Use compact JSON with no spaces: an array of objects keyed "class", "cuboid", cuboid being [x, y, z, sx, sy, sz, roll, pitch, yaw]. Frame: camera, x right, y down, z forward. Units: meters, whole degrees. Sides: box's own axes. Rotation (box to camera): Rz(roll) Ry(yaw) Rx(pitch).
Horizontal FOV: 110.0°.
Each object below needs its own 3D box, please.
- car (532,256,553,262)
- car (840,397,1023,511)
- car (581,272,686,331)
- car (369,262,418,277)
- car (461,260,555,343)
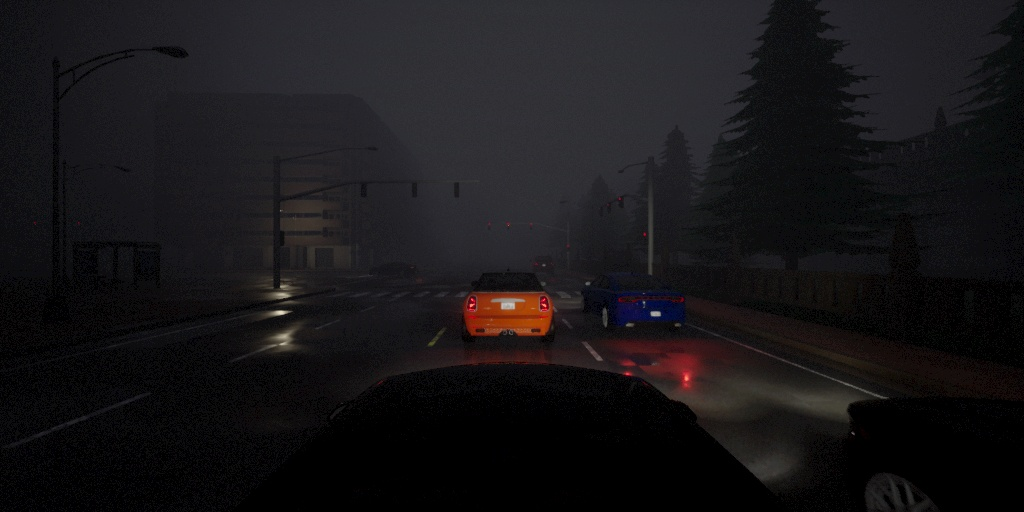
[{"class":"car","cuboid":[3.062,0.970,37.324,2.150,2.045,5.566,0,0,0]},{"class":"car","cuboid":[3.246,1.228,0.529,1.882,1.535,5.008,0,0,3]},{"class":"car","cuboid":[3.416,1.227,11.023,1.882,1.535,5.008,0,0,0]},{"class":"car","cuboid":[-11.800,1.300,35.702,4.892,1.490,1.837,0,-1,11]},{"class":"car","cuboid":[-0.083,1.102,9.878,2.097,1.767,4.553,0,0,0]}]
